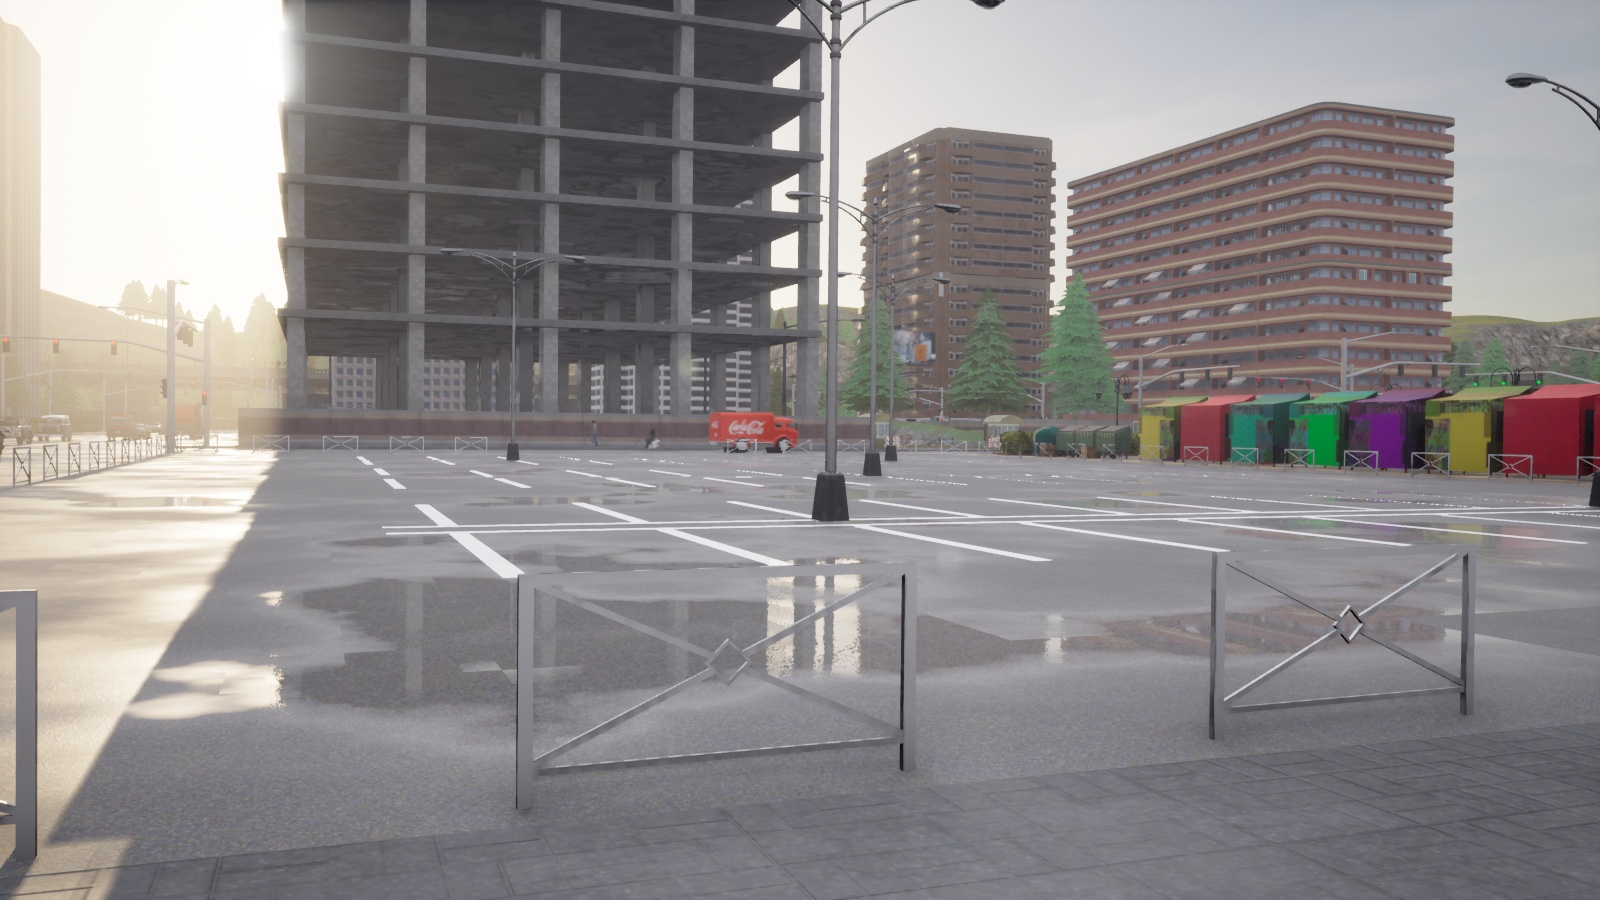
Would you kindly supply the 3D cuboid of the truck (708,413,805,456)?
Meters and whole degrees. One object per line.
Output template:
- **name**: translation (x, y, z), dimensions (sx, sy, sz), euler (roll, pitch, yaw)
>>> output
- **truck**: translation (-2.641, -0.949, 75.798), dimensions (5.204, 2.467, 2.627), euler (-1, 1, -21)

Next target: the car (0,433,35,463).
- **car**: translation (-51.124, -0.155, 81.270), dimensions (1.932, 1.855, 4.605), euler (-1, 1, -21)

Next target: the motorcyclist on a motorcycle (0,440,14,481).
- **motorcyclist on a motorcycle**: translation (-30.371, 0.392, 47.284), dimensions (0.866, 1.530, 2.191), euler (-1, 1, -21)
